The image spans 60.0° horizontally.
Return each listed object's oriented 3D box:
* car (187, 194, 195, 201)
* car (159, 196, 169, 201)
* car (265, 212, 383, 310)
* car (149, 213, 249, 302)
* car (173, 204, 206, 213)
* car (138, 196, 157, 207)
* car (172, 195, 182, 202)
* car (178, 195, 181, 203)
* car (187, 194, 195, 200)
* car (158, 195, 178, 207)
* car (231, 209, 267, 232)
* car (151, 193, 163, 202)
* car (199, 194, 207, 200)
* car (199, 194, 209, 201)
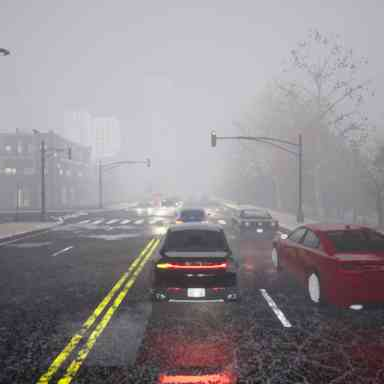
[{"bbox_3d":[-0.270,1.484,79.928,1.812,1.442,4.674,0,0,0],"label":"car"},{"bbox_3d":[-6.772,1.558,80.521,1.895,1.301,4.718,0,0,0],"label":"car"},{"bbox_3d":[3.323,1.475,7.946,1.882,1.535,5.008,0,0,0],"label":"car"},{"bbox_3d":[0.074,1.503,8.209,1.837,1.490,4.892,0,0,0],"label":"car"},{"bbox_3d":[0.019,1.521,17.293,1.812,1.442,4.674,0,0,0],"label":"car"},{"bbox_3d":[-6.758,1.584,49.126,1.895,1.301,4.718,0,0,0],"label":"car"},{"bbox_3d":[-3.519,1.490,79.828,2.128,1.511,4.902,0,0,0],"label":"car"},{"bbox_3d":[-3.501,1.539,66.028,1.994,1.385,4.181,0,0,0],"label":"car"},{"bbox_3d":[-0.304,1.346,89.931,1.994,1.385,4.181,0,0,0],"label":"car"},{"bbox_3d":[-3.508,1.545,50.043,1.994,1.385,4.181,0,0,0],"label":"car"},{"bbox_3d":[3.290,1.596,18.383,1.895,1.301,4.718,0,0,0],"label":"car"},{"bbox_3d":[-6.745,1.196,65.897,2.150,2.045,5.566,0,0,0],"label":"car"},{"bbox_3d":[2.946,1.319,89.942,2.128,1.511,4.902,0,0,0],"label":"car"},{"bbox_3d":[2.980,1.315,79.909,2.097,1.767,4.553,0,0,0],"label":"car"}]
